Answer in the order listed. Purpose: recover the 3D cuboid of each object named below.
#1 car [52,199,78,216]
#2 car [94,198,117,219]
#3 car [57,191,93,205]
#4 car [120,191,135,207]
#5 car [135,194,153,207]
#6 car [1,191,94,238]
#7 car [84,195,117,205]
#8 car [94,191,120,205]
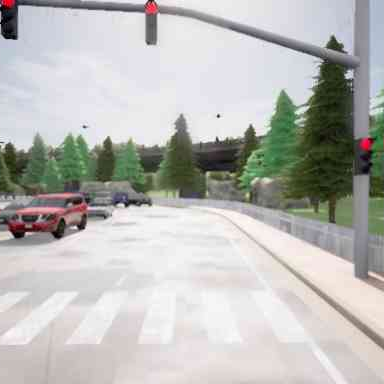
[{"bbox_3d":[-11.728,1.365,30.963,1.994,1.385,4.181,0,0,-16],"label":"car"},{"bbox_3d":[-7.525,1.430,26.921,1.895,1.301,4.718,0,0,-6],"label":"car"},{"bbox_3d":[-18.103,0.894,51.365,5.566,2.045,2.150,0,0,32],"label":"car"},{"bbox_3d":[-10.260,0.944,44.284,2.150,2.045,5.566,0,0,-39],"label":"car"},{"bbox_3d":[-7.388,1.065,46.282,2.097,1.767,4.553,0,0,-39],"label":"car"},{"bbox_3d":[-7.085,1.110,17.163,2.150,2.045,5.566,0,0,0],"label":"car"},{"bbox_3d":[-14.670,1.212,53.264,5.357,1.411,2.033,0,0,32],"label":"car"},{"bbox_3d":[-9.998,0.988,36.999,2.150,2.045,5.566,0,0,-25],"label":"car"}]
